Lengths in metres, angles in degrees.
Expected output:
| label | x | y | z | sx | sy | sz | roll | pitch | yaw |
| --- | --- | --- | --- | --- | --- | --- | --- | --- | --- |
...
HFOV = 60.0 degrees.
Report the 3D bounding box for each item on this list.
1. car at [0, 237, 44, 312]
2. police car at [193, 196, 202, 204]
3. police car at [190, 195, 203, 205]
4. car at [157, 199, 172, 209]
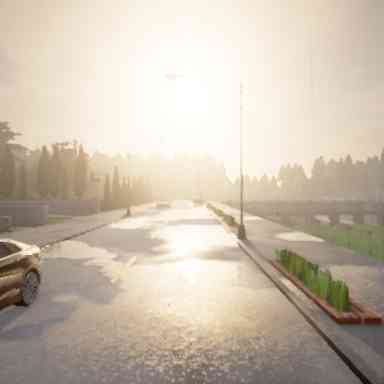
| label | x | y | z | sx | sy | sz | roll | pitch | yaw |
| --- | --- | --- | --- | --- | --- | --- | --- | --- | --- |
| car | -4.100 | 1.515 | 5.211 | 2.128 | 1.511 | 4.902 | 0 | 0 | 0 |
| police car | 1.147 | 1.711 | 76.425 | 1.930 | 1.638 | 5.238 | -4 | 0 | 0 |
| police car | 1.163 | 1.694 | 66.433 | 1.930 | 1.638 | 5.238 | -2 | -1 | 0 |
| car | -4.066 | 1.742 | 49.108 | 1.812 | 1.442 | 4.674 | 0 | -1 | 0 |
